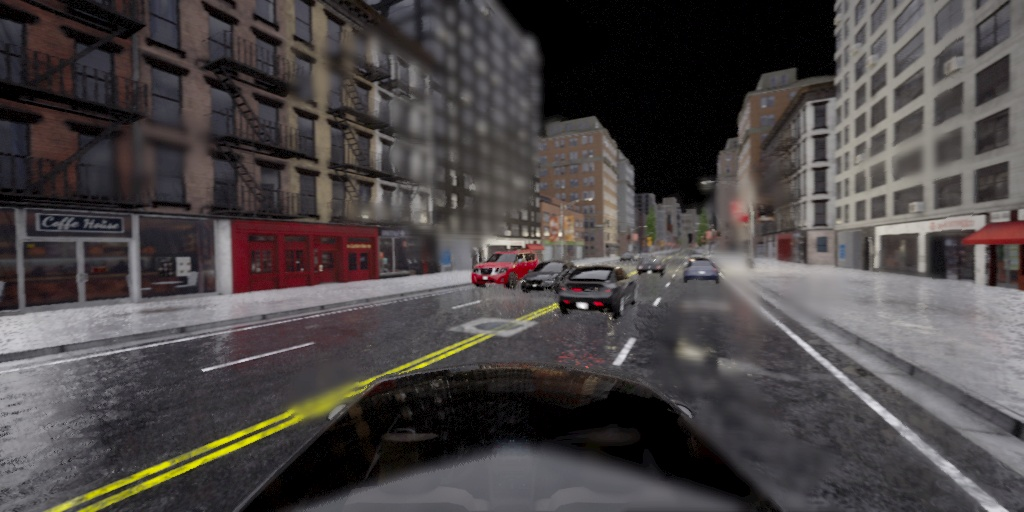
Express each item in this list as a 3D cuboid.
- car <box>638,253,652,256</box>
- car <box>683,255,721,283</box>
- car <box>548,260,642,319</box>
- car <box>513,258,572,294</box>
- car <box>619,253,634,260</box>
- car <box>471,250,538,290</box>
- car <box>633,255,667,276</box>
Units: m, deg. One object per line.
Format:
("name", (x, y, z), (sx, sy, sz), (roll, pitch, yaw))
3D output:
("car", (20.217, 0.234, 54.201), (1.837, 1.490, 4.892), (0, 1, 27))
("car", (11.673, 0.864, 22.157), (1.994, 1.385, 4.181), (0, 1, 26))
("car", (3.028, 1.070, 12.115), (1.837, 1.490, 4.892), (0, 1, 27))
("car", (2.063, 1.003, 17.904), (1.837, 1.490, 4.892), (0, 1, 27))
("car", (18.842, 0.191, 58.667), (1.837, 1.490, 4.892), (0, 1, 27))
("car", (-0.144, 0.712, 20.763), (2.150, 2.045, 5.566), (0, 1, 27))
("car", (10.993, 0.829, 28.063), (1.895, 1.301, 4.718), (0, 1, 27))
